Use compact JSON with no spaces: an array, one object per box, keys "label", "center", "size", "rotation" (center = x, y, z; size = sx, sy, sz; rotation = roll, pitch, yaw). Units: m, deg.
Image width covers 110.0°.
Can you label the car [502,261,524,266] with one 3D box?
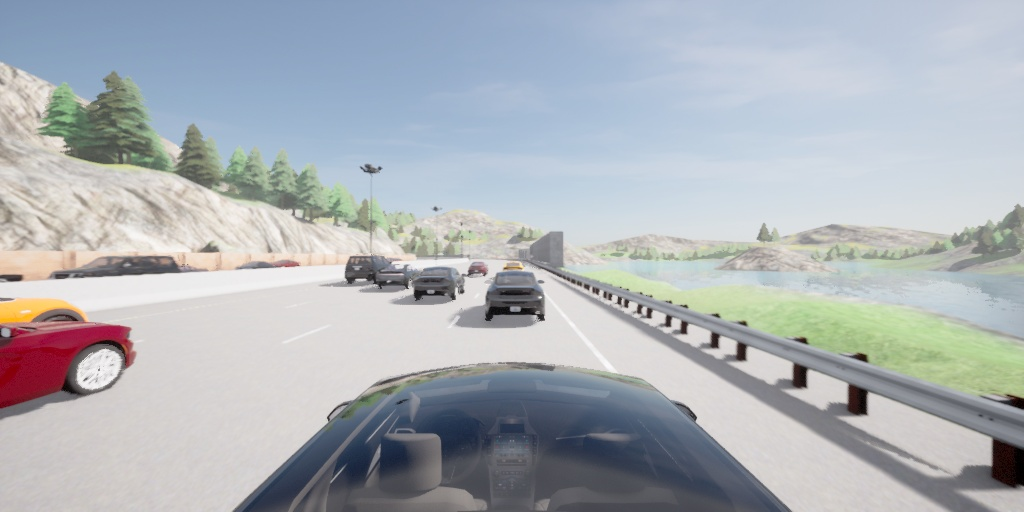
[{"label":"car","center":[0.089,1.228,32.400],"size":[1.882,1.535,5.008],"rotation":[0,0,0]}]

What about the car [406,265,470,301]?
[{"label":"car","center":[-3.405,1.255,17.464],"size":[1.837,1.490,4.892],"rotation":[0,0,0]}]

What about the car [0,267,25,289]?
[{"label":"car","center":[-31.606,1.353,20.232],"size":[1.895,1.301,4.718],"rotation":[0,0,0]}]

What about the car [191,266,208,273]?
[{"label":"car","center":[-24.609,1.300,25.692],"size":[2.033,1.411,5.357],"rotation":[0,0,0]}]

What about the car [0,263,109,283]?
[{"label":"car","center":[-10.402,1.103,5.993],"size":[2.097,1.767,4.553],"rotation":[0,0,0]}]

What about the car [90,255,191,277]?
[{"label":"car","center":[-21.107,0.975,19.444],"size":[2.150,2.045,5.566],"rotation":[0,0,0]}]

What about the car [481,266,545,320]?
[{"label":"car","center":[0.096,1.255,12.558],"size":[1.837,1.490,4.892],"rotation":[0,0,0]}]

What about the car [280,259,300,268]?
[{"label":"car","center":[-31.571,1.231,49.807],"size":[1.882,1.535,5.008],"rotation":[0,0,1]}]

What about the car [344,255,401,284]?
[{"label":"car","center":[-10.409,0.973,26.745],"size":[2.150,2.045,5.566],"rotation":[0,0,0]}]

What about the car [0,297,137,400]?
[{"label":"car","center":[-6.901,1.228,3.589],"size":[1.882,1.535,5.008],"rotation":[0,0,0]}]

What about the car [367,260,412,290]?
[{"label":"car","center":[-6.907,1.242,22.566],"size":[2.128,1.511,4.902],"rotation":[0,0,0]}]

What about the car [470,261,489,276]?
[{"label":"car","center":[-3.412,1.277,36.589],"size":[1.812,1.442,4.674],"rotation":[0,0,0]}]

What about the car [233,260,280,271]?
[{"label":"car","center":[-28.097,1.278,39.286],"size":[1.812,1.442,4.674],"rotation":[0,0,0]}]
